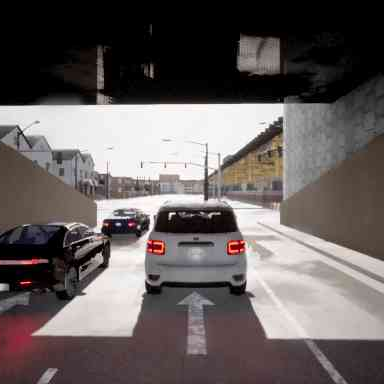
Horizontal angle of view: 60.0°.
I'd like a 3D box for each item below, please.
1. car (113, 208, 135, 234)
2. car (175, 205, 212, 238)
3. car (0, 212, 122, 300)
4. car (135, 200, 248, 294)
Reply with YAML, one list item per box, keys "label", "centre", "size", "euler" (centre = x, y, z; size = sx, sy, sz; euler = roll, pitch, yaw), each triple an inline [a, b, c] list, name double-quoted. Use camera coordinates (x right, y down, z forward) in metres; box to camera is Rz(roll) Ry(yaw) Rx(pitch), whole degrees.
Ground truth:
- label: "car"
  centre: [-3.417, 1.547, 17.931]
  size: [2.033, 1.411, 5.357]
  euler: [0, 0, 0]
- label: "car"
  centre: [0.063, 1.526, 18.469]
  size: [1.812, 1.442, 4.674]
  euler: [0, 0, 0]
- label: "car"
  centre: [-3.420, 1.491, 8.382]
  size: [2.128, 1.511, 4.902]
  euler: [0, 0, 0]
- label: "car"
  centre: [0.085, 1.221, 8.905]
  size: [2.150, 2.045, 5.566]
  euler: [0, 0, 0]
